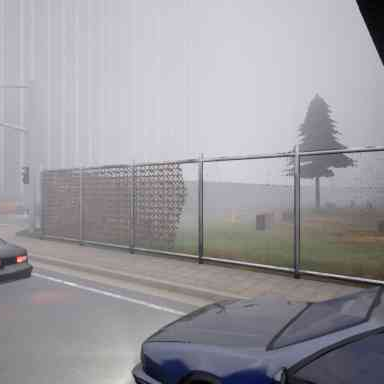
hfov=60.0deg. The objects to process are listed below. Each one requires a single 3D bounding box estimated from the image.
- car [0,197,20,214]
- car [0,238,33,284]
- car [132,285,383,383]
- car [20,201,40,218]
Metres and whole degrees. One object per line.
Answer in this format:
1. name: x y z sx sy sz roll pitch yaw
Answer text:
1. car: -18.507 1.307 31.798 2.097 1.767 4.553 0 0 36
2. car: -6.203 1.550 8.394 5.357 1.411 2.033 0 0 35
3. car: 2.002 1.547 2.563 5.357 1.411 2.033 0 0 35
4. car: -11.711 1.444 28.929 2.128 1.511 4.902 0 0 36
